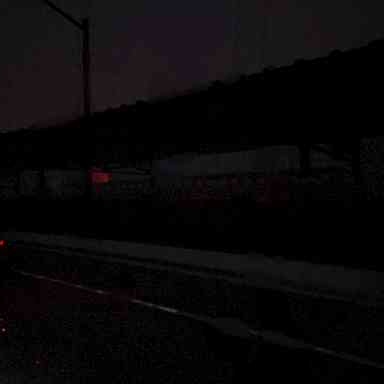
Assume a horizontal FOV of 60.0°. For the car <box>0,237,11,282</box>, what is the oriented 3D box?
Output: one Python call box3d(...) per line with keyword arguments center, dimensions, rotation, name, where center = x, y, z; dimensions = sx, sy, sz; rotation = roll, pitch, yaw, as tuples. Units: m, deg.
box3d(center=(-6.709, 1.368, 8.438), dimensions=(4.553, 1.767, 2.097), rotation=(0, 0, 32), name="car")
